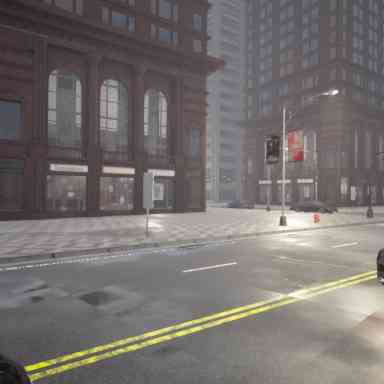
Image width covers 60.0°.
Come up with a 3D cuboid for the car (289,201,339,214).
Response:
[{"bbox_3d":[13.497,1.725,37.222,2.033,1.411,5.357,1,-1,-35],"label":"car"}]

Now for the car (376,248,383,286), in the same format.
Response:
[{"bbox_3d":[6.261,1.516,7.904,4.892,1.490,1.837,0,0,-35],"label":"car"}]

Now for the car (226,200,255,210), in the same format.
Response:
[{"bbox_3d":[6.770,1.793,46.673,1.994,1.385,4.181,1,-1,-35],"label":"car"}]

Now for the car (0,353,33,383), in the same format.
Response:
[{"bbox_3d":[-3.169,1.490,1.179,4.902,1.511,2.128,0,0,-36],"label":"car"}]
